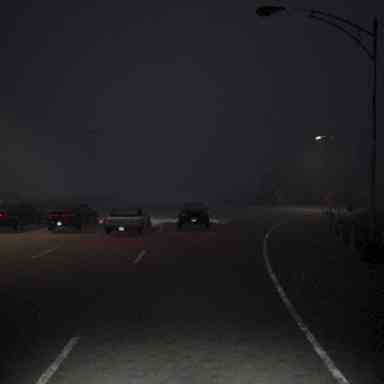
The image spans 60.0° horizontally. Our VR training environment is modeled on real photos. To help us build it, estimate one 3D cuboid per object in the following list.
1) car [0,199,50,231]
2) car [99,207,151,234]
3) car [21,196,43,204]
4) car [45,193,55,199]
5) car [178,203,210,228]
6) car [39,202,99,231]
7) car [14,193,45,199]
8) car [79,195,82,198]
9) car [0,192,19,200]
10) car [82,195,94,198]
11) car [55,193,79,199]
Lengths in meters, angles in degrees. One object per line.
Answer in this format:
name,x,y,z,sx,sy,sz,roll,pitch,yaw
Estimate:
car,-10.401,1.373,19.713,1.837,1.490,4.892,0,0,0
car,-3.398,1.466,18.241,1.895,1.301,4.718,0,0,0
car,-31.505,1.513,65.580,1.837,1.490,4.892,0,-1,0
car,-28.005,1.250,66.011,2.150,2.045,5.566,0,-1,0
car,0.101,1.378,20.612,1.812,1.442,4.674,0,0,0
car,-6.903,1.375,19.724,1.837,1.490,4.892,0,0,0
car,-24.573,1.294,50.471,1.994,1.385,4.181,0,-1,0
car,-28.006,1.679,82.003,2.150,2.045,5.566,0,-2,0
car,-28.068,0.947,50.241,2.150,2.045,5.566,0,0,1
car,-24.506,1.943,80.671,1.812,1.442,4.674,0,-2,0
car,-24.505,1.482,65.229,1.882,1.535,5.008,0,-1,0
